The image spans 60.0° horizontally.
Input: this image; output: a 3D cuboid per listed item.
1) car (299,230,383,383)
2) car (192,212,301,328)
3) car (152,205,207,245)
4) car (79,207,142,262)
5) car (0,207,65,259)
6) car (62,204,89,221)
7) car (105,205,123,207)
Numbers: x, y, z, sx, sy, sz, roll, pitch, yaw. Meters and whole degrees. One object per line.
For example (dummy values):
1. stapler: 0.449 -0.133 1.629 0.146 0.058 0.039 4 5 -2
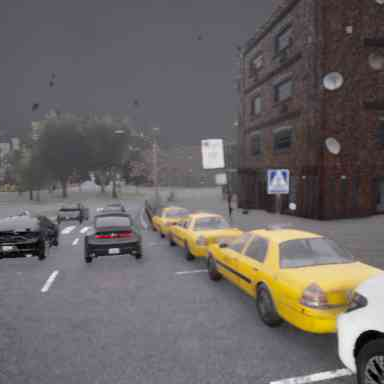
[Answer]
1. car: 3.149 1.140 1.411 2.435 2.045 5.566 -2 0 -14
2. car: 1.714 1.413 7.039 1.946 1.575 5.366 -2 0 -14
3. car: -1.023 1.464 17.742 1.946 1.575 5.366 -2 0 -14
4. car: -2.953 1.554 12.489 1.837 1.490 4.892 -2 0 -14
5. car: -6.396 1.617 12.892 1.882 1.535 5.008 -2 0 -14
6. car: -9.375 1.670 26.482 2.128 1.511 4.902 -1 0 -9
7. car: -5.868 1.650 25.086 2.033 1.411 5.357 -1 0 -10
